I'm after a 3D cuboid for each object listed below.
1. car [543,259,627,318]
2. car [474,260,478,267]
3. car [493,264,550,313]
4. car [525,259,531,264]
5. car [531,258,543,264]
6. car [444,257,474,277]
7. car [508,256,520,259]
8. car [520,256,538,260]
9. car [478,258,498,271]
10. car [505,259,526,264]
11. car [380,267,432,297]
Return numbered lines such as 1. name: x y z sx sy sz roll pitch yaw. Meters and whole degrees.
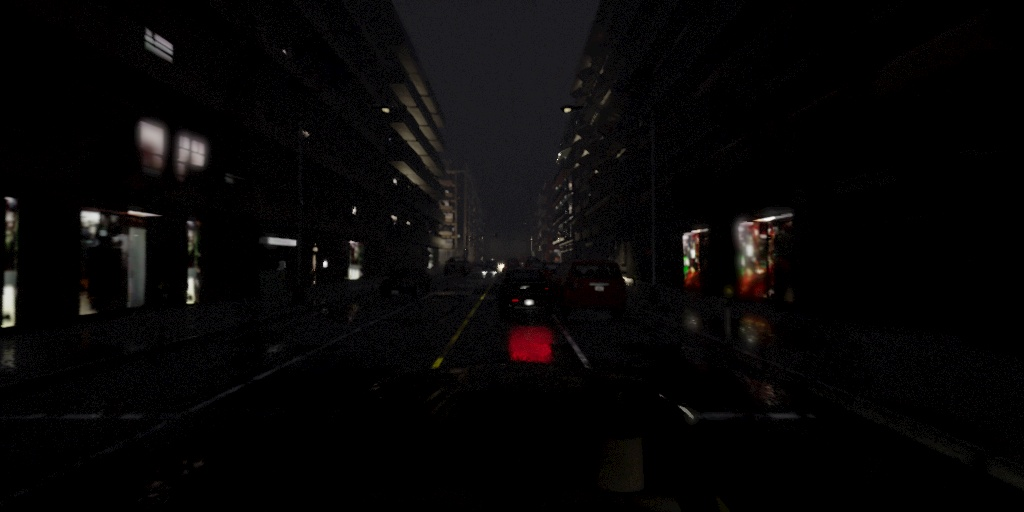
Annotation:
1. car: 2.531 1.030 12.873 2.192 1.841 5.009 0 0 0
2. car: -5.322 1.209 40.583 1.888 1.381 4.507 0 0 0
3. car: 0.362 1.218 13.775 1.837 1.490 4.892 0 0 -4
4. car: 2.528 1.252 34.998 1.802 1.307 4.207 0 0 0
5. car: 2.529 1.129 23.935 1.967 1.591 4.097 0 0 0
6. car: -5.321 0.985 35.051 2.192 1.841 5.009 0 0 0
7. car: 0.090 1.009 52.947 2.097 1.767 4.553 0 0 0
8. car: 2.526 0.974 46.060 2.192 1.841 5.009 0 0 0
9. car: -2.798 1.207 46.519 2.033 1.411 5.357 0 0 1
10. car: 0.092 1.233 36.272 1.994 1.385 4.181 0 0 0
11. car: -5.318 1.268 18.463 1.948 1.339 4.313 0 0 0
